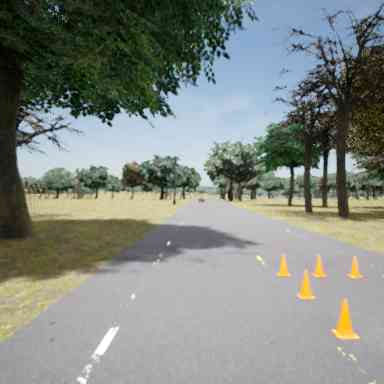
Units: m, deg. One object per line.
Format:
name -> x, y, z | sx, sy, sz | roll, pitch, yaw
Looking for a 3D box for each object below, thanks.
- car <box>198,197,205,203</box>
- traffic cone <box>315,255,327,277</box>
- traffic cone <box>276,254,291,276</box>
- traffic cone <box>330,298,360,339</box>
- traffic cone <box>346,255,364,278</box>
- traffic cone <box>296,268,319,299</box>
car -> 2.521, 2.142, 88.980 | 1.837, 1.490, 4.892 | 1, -1, 1
traffic cone -> 3.589, 2.065, 9.393 | 0.340, 0.580, 0.340 | 1, 0, 1
traffic cone -> 2.589, 2.047, 9.418 | 0.340, 0.580, 0.340 | 1, 0, 1
traffic cone -> 2.492, 2.026, 5.419 | 0.340, 0.580, 0.340 | 1, 0, 1
traffic cone -> 4.588, 2.084, 9.369 | 0.340, 0.580, 0.340 | 1, 0, 1
traffic cone -> 2.541, 2.036, 7.418 | 0.340, 0.580, 0.340 | 1, 0, 1
